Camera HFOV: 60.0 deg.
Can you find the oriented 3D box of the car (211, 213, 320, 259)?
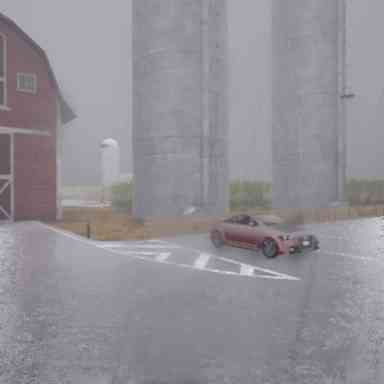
[{"bbox_3d":[2.583,1.507,12.538,1.994,1.381,4.181,0,0,-36],"label":"car"}]
